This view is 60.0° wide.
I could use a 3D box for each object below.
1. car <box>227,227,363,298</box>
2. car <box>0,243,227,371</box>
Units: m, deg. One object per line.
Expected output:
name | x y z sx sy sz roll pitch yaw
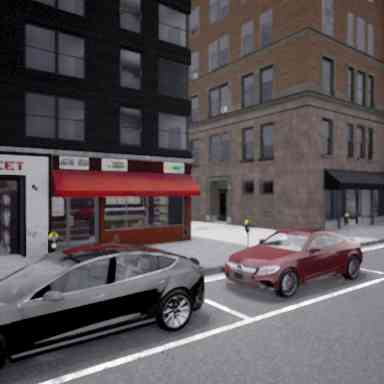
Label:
car | 2.726 1.592 8.476 4.206 1.307 1.802 0 0 -35
car | -1.754 1.568 5.284 4.313 1.339 1.947 0 0 -35
